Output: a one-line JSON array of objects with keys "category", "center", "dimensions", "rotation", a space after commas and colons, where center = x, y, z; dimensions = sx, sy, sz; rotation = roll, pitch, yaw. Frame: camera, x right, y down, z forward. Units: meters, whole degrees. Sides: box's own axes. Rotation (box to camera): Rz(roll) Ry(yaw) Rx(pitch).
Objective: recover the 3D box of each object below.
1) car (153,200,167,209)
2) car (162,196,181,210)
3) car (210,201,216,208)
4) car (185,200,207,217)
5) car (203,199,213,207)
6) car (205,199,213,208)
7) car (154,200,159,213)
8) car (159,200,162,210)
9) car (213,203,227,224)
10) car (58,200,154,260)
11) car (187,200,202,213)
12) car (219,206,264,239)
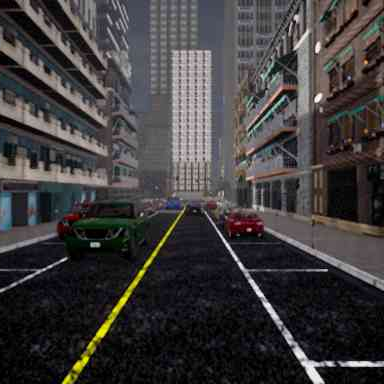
[{"category": "car", "center": [-5.390, 2.045, 57.008], "dimensions": [1.887, 1.381, 4.507], "rotation": [-1, -1, 0]}, {"category": "car", "center": [-2.820, 1.663, 50.326], "dimensions": [2.150, 2.045, 5.566], "rotation": [0, -1, 0]}, {"category": "car", "center": [2.841, 1.784, 29.502], "dimensions": [1.752, 1.417, 4.829], "rotation": [-1, -1, 0]}, {"category": "car", "center": [0.277, 1.867, 34.675], "dimensions": [1.994, 1.385, 4.181], "rotation": [0, -1, 0]}, {"category": "car", "center": [3.021, 2.078, 62.641], "dimensions": [1.752, 1.417, 4.829], "rotation": [-1, -1, 0]}, {"category": "car", "center": [2.961, 1.997, 51.425], "dimensions": [1.887, 1.381, 4.507], "rotation": [-1, -1, 0]}, {"category": "car", "center": [-5.480, 1.935, 40.438], "dimensions": [1.802, 1.307, 4.206], "rotation": [-1, -1, 0]}, {"category": "car", "center": [-5.421, 1.892, 51.485], "dimensions": [1.967, 1.590, 4.097], "rotation": [-1, -1, 0]}, {"category": "car", "center": [2.810, 1.759, 23.809], "dimensions": [2.008, 1.369, 4.403], "rotation": [-1, -1, 0]}, {"category": "car", "center": [-3.033, 1.338, 13.218], "dimensions": [2.150, 2.045, 5.566], "rotation": [0, -1, 0]}, {"category": "car", "center": [0.319, 1.897, 44.674], "dimensions": [1.837, 1.490, 4.892], "rotation": [0, -1, 1]}, {"category": "car", "center": [2.780, 1.705, 18.286], "dimensions": [1.887, 1.381, 4.507], "rotation": [-1, -1, 0]}]
